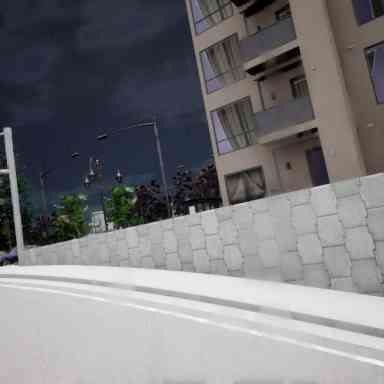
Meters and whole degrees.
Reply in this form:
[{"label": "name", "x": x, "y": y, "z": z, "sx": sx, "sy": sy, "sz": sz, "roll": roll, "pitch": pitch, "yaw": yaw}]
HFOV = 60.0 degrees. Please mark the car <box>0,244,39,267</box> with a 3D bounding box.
[{"label": "car", "x": -15.544, "y": 5.656, "z": 29.600, "sx": 2.097, "sy": 1.767, "sz": 4.553, "roll": -15, "pitch": -9, "yaw": 35}]
